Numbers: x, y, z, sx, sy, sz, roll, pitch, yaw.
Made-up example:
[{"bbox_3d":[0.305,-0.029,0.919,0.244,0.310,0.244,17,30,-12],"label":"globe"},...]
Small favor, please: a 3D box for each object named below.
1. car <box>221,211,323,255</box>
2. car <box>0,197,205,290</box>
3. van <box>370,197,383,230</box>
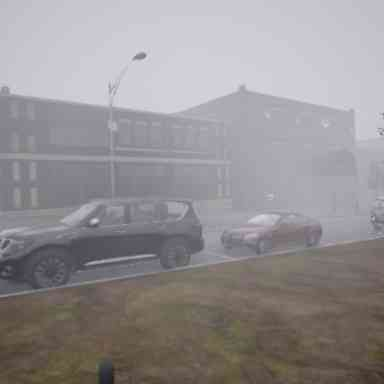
[{"bbox_3d":[3.255,1.476,13.013,4.674,1.452,2.002,0,0,-35],"label":"car"},{"bbox_3d":[-2.230,1.175,9.090,5.566,2.045,2.435,0,0,-35],"label":"car"},{"bbox_3d":[12.177,1.252,19.399,4.442,1.987,1.878,0,0,-33],"label":"van"}]
